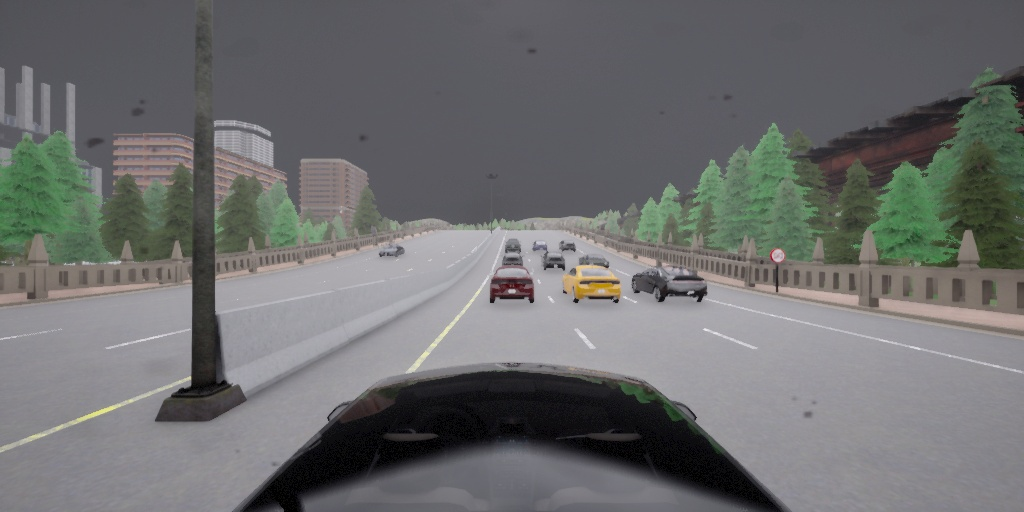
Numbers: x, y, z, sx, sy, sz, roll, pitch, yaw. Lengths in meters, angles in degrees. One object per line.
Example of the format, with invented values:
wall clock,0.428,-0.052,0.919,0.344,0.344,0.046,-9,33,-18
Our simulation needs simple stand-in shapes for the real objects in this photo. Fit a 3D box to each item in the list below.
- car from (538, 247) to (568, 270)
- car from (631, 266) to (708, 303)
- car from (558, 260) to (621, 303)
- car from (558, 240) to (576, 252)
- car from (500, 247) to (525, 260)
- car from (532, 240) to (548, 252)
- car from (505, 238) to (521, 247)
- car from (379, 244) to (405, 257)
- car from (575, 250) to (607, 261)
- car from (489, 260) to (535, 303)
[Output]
car,3.556,0.363,31.414,1.837,1.490,4.892,0,5,0
car,7.000,1.179,16.484,2.128,1.511,4.902,0,1,0
car,3.500,1.168,16.483,1.882,1.535,5.008,0,1,0
car,7.140,-1.363,46.571,1.837,1.490,4.892,0,7,0
car,0.056,0.363,31.434,1.837,1.490,4.892,0,5,0
car,3.640,-1.347,46.591,1.812,1.442,4.674,0,7,0
car,0.140,-1.509,46.563,2.097,1.767,4.553,0,7,0
car,-13.889,-0.640,41.589,1.994,1.385,4.181,0,7,0
car,7.056,0.460,31.431,1.895,1.301,4.718,0,5,0
car,0.000,1.168,16.483,1.882,1.535,5.008,0,1,0
